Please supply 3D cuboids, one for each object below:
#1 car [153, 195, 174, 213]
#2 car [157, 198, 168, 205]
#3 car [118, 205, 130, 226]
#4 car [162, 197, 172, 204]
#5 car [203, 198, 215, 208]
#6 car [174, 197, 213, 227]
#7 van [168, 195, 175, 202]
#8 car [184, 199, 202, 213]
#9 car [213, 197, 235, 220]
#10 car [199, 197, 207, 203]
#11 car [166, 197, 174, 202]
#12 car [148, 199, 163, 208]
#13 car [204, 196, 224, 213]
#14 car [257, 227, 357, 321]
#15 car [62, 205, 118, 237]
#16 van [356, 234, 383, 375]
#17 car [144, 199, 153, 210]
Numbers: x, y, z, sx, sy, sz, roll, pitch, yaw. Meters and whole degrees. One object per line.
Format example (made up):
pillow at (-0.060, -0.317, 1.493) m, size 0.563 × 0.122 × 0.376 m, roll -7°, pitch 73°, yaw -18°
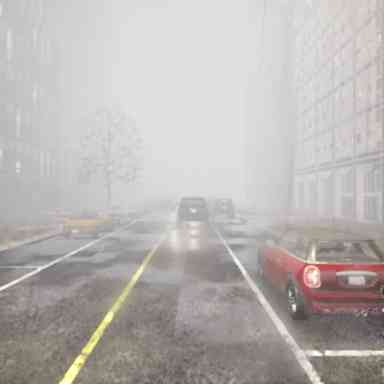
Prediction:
car at (-3.111, 1.538, 39.838) m, size 2.097 × 1.767 × 4.553 m, roll 0°, pitch 0°, yaw 0°
car at (-5.717, 1.868, 64.298) m, size 1.802 × 1.307 × 4.206 m, roll 0°, pitch 0°, yaw 0°
car at (-5.699, 1.668, 24.454) m, size 2.008 × 1.369 × 4.403 m, roll 0°, pitch 0°, yaw 0°
car at (-5.723, 1.879, 75.684) m, size 2.008 × 1.369 × 4.403 m, roll 0°, pitch 0°, yaw 0°
car at (2.668, 1.767, 53.076) m, size 1.752 × 1.417 × 4.829 m, roll 0°, pitch 0°, yaw 0°
car at (0.090, 1.336, 23.824) m, size 2.150 × 2.045 × 5.566 m, roll 0°, pitch 0°, yaw 0°
van at (-5.730, 1.732, 92.761) m, size 1.690 × 1.788 × 3.998 m, roll 0°, pitch 0°, yaw 0°
car at (0.081, 1.686, 41.631) m, size 2.128 × 1.511 × 4.902 m, roll 0°, pitch 0°, yaw 0°
car at (2.680, 1.459, 30.139) m, size 2.192 × 1.841 × 5.009 m, roll 0°, pitch 0°, yaw 0°
car at (2.655, 1.916, 81.367) m, size 1.947 × 1.339 × 4.313 m, roll 0°, pitch 0°, yaw 0°
car at (-5.728, 1.915, 87.068) m, size 1.887 × 1.381 × 4.507 m, roll 0°, pitch 0°, yaw 0°
car at (-5.713, 1.807, 52.915) m, size 1.947 × 1.339 × 4.313 m, roll 0°, pitch 0°, yaw 0°
car at (2.675, 1.509, 41.524) m, size 2.192 × 1.841 × 5.009 m, roll 0°, pitch 0°, yaw 0°
car at (2.690, 1.478, 7.370) m, size 1.967 × 1.590 × 4.097 m, roll 0°, pitch 0°, yaw 0°
car at (-5.696, 1.616, 18.590) m, size 1.752 × 1.417 × 4.829 m, roll 0°, pitch 0°, yaw 0°
van at (2.693, 1.351, 1.680) m, size 1.690 × 1.788 × 3.998 m, roll 0°, pitch 0°, yaw 0°
car at (-5.709, 1.768, 47.223) m, size 2.008 × 1.369 × 4.403 m, roll 0°, pitch 0°, yaw 0°
